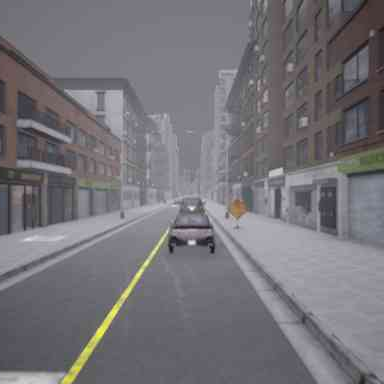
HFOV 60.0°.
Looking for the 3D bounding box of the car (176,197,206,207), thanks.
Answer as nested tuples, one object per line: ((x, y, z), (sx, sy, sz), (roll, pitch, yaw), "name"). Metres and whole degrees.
((-0.005, 1.475, 29.023), (2.150, 2.045, 5.566), (0, 0, 0), "car")

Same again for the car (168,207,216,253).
((0.001, 1.625, 14.311), (2.128, 1.511, 4.902), (0, 0, 0), "car")

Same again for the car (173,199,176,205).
((-3.013, 2.178, 70.955), (1.895, 1.301, 4.718), (0, 0, 0), "car")

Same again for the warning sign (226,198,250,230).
((2.713, 1.295, 19.806), (1.300, 1.860, 1.060), (0, -1, 0), "warning sign")
